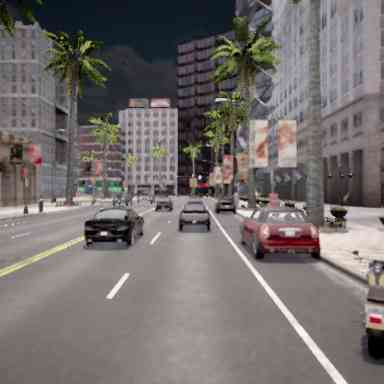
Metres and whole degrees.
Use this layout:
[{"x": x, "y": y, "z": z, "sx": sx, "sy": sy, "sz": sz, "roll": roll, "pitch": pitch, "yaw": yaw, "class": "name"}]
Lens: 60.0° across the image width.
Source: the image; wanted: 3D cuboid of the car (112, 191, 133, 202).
[{"x": -10.126, "y": 0.927, "z": 48.999, "sx": 2.150, "sy": 2.045, "sz": 5.566, "roll": 0, "pitch": 0, "yaw": 1, "class": "car"}]

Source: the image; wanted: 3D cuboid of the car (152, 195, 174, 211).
[{"x": -3.137, "y": 1.423, "z": 38.881, "sx": 1.837, "sy": 1.490, "sz": 4.892, "roll": 0, "pitch": 0, "yaw": 1, "class": "car"}]

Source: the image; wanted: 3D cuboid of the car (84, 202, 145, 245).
[{"x": -3.386, "y": 1.445, "z": 15.298, "sx": 1.882, "sy": 1.535, "sz": 5.008, "roll": 0, "pitch": 0, "yaw": 0, "class": "car"}]

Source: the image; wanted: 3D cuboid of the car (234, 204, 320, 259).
[{"x": 3.099, "y": 1.327, "z": 12.641, "sx": 2.185, "sy": 1.767, "sz": 4.553, "roll": 0, "pitch": 0, "yaw": 0, "class": "car"}]

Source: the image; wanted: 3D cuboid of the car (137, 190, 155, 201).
[{"x": -6.627, "y": 0.735, "z": 48.960, "sx": 2.150, "sy": 2.045, "sz": 5.566, "roll": 0, "pitch": 0, "yaw": 1, "class": "car"}]

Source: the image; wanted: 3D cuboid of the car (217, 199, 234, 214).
[{"x": 3.408, "y": 1.439, "z": 34.571, "sx": 2.161, "sy": 1.482, "sz": 4.786, "roll": 0, "pitch": 0, "yaw": 0, "class": "car"}]

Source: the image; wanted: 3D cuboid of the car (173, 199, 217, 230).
[{"x": 0.165, "y": 1.445, "z": 20.747, "sx": 2.128, "sy": 1.511, "sz": 4.902, "roll": 0, "pitch": 0, "yaw": 0, "class": "car"}]
